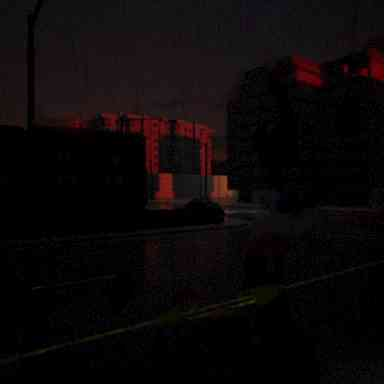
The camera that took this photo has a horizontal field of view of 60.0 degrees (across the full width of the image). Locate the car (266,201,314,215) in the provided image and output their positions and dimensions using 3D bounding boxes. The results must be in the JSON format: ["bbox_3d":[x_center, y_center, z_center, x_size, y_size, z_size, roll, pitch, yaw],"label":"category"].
[{"bbox_3d":[9.805,1.565,33.716,1.895,1.301,4.718,0,0,-37],"label":"car"}]

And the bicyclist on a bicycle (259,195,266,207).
[{"bbox_3d":[9.718,1.259,45.827,1.656,1.620,0.582,0,0,-37],"label":"bicyclist on a bicycle"}]

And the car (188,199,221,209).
[{"bbox_3d":[1.311,1.496,38.741,1.812,1.442,4.674,0,0,-37],"label":"car"}]
